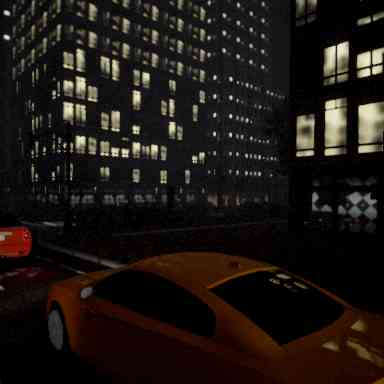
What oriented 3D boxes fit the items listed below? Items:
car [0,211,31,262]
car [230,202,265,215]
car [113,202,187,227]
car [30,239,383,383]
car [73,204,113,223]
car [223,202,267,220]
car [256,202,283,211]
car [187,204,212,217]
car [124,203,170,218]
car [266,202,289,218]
[{"bbox_3d":[-7.400,1.460,11.804,2.097,1.767,4.553,0,-1,-43],"label":"car"},{"bbox_3d":[7.333,2.064,43.509,4.892,1.490,1.837,0,0,-42],"label":"car"},{"bbox_3d":[-3.198,1.721,26.062,5.009,1.841,2.192,1,-1,-42],"label":"car"},{"bbox_3d":[-0.113,1.506,4.098,1.882,1.535,5.008,0,-1,-44],"label":"car"},{"bbox_3d":[-8.042,1.853,29.522,4.892,1.490,1.837,1,0,-41],"label":"car"},{"bbox_3d":[5.252,2.049,33.785,4.829,1.417,1.752,1,-1,-42],"label":"car"},{"bbox_3d":[11.956,2.193,51.263,4.313,1.339,1.947,1,-1,-42],"label":"car"},{"bbox_3d":[-0.199,2.004,36.642,5.357,1.411,2.033,1,0,-42],"label":"car"},{"bbox_3d":[-4.818,1.922,35.935,4.829,1.417,1.752,1,-1,-42],"label":"car"},{"bbox_3d":[9.290,2.161,37.475,4.206,1.307,1.802,1,-1,-42],"label":"car"}]
